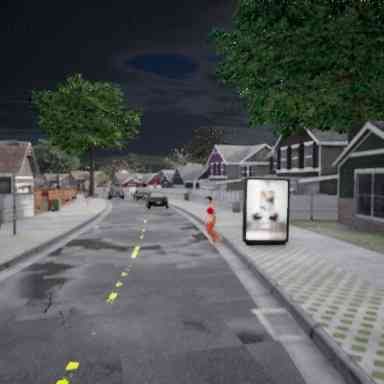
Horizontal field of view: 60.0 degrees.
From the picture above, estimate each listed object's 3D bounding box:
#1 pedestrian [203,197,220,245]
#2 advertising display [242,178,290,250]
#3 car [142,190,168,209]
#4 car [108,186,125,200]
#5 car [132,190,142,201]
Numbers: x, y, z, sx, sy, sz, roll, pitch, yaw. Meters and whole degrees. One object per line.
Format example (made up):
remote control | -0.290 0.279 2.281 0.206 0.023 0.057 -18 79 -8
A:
pedestrian | 0.690 1.000 12.223 0.375 1.860 0.375 -2 3 -15
advertising display | 2.530 0.750 11.378 1.540 2.440 0.280 1 2 -5
car | -3.475 0.754 32.160 1.882 1.535 5.008 0 1 -12
car | -11.597 0.152 50.935 2.150 2.045 5.566 -1 1 -18
car | -7.342 0.479 47.413 1.837 1.490 4.892 -1 1 -18
